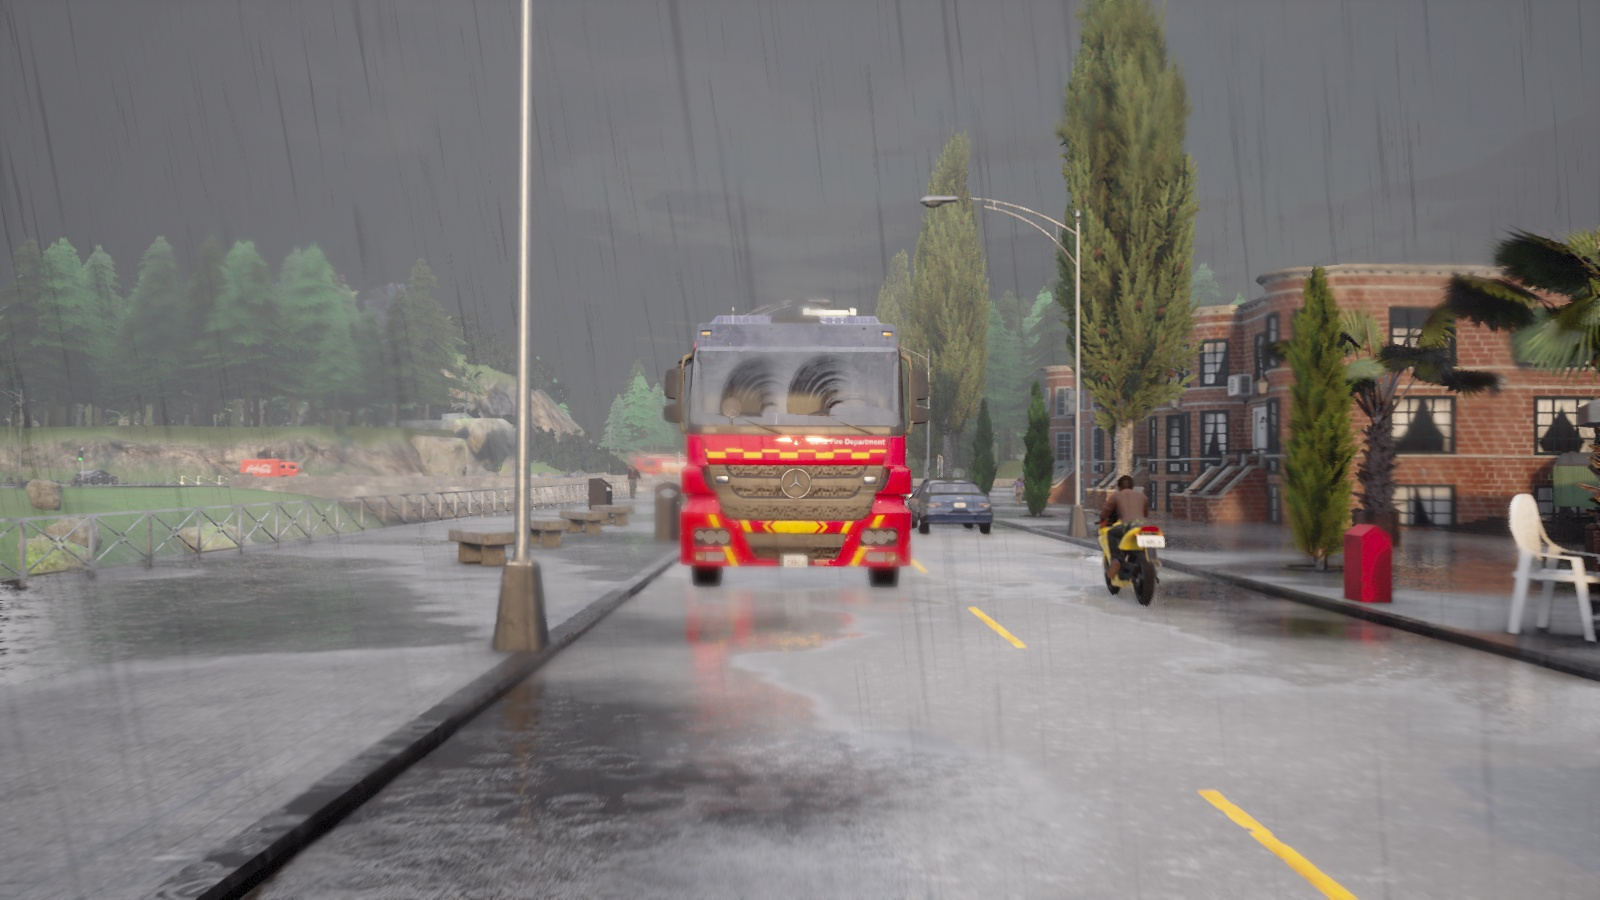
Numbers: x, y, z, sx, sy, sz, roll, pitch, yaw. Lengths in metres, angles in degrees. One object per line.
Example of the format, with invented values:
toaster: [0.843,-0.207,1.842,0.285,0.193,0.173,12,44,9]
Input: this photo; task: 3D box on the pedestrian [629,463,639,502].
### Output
pedestrian: [-8.140,1.587,61.511,0.376,1.854,0.720,0,-1,1]

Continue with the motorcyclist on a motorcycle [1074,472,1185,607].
motorcyclist on a motorcycle: [3.959,1.037,15.280,0.797,1.523,2.044,0,-1,0]

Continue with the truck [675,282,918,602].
truck: [-0.055,-0.027,19.282,2.891,3.827,8.468,0,-1,0]

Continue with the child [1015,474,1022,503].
child: [9.584,1.688,55.066,0.270,1.263,0.437,0,-1,4]

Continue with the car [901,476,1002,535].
car: [3.913,1.405,33.373,2.033,1.411,5.357,0,-1,0]
